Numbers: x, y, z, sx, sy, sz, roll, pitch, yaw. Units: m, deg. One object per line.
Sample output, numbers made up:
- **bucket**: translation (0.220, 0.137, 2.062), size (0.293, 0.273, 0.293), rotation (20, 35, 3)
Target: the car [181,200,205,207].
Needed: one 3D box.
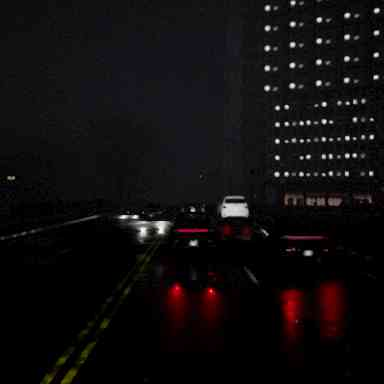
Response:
- **car**: translation (0.082, 1.501, 28.990), size (2.097, 1.767, 4.553), rotation (0, 0, 0)

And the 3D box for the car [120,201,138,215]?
- **car**: translation (-6.562, 1.742, 36.931), size (2.033, 1.411, 5.357), rotation (0, 0, 0)

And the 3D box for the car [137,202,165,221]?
- **car**: translation (-3.340, 1.676, 29.390), size (1.812, 1.442, 4.674), rotation (0, 0, 0)

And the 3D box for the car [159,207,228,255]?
- **car**: translation (0.074, 1.554, 13.575), size (2.128, 1.511, 4.902), rotation (0, -1, 1)

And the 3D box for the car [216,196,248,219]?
- **car**: translation (3.332, 1.361, 27.970), size (2.150, 2.045, 5.566), rotation (0, -1, 0)

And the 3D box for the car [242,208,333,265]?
- **car**: translation (3.324, 1.548, 11.911), size (2.128, 1.511, 4.902), rotation (0, 0, 0)

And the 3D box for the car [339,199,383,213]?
- **car**: translation (23.015, 1.892, 45.931), size (5.009, 1.841, 2.192), rotation (0, 1, 20)
